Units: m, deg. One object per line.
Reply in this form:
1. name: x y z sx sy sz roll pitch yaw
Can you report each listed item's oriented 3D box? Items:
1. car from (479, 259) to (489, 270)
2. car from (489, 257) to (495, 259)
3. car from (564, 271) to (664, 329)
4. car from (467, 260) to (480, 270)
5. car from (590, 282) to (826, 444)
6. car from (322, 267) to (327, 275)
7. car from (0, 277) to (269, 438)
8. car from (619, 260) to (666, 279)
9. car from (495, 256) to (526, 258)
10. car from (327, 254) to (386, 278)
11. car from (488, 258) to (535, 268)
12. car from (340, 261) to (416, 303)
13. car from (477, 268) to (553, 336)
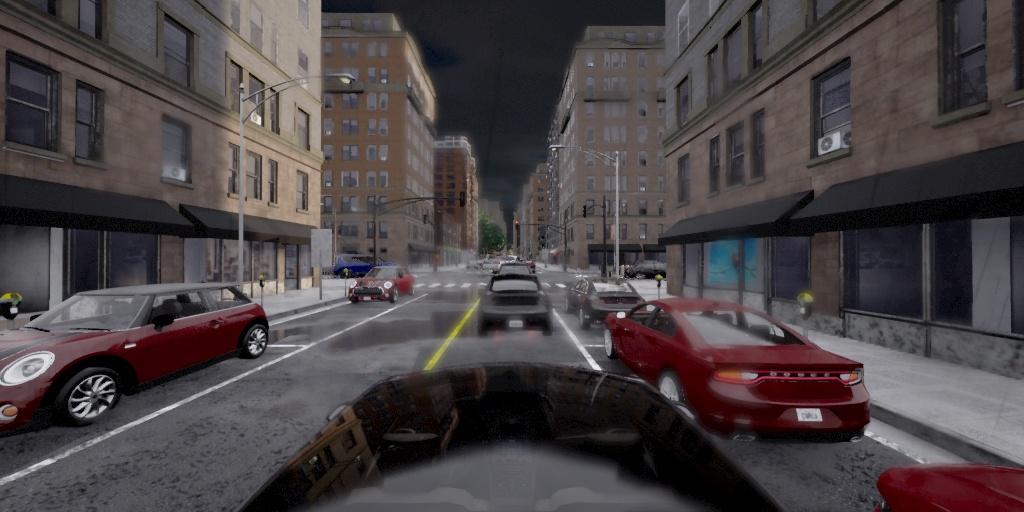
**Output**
1. car: -3.116 1.389 50.826 1.895 1.301 4.718 0 0 0
2. car: -3.162 1.159 60.798 2.097 1.767 4.553 0 0 0
3. car: 2.685 1.303 10.949 2.007 1.370 4.403 0 0 0
4. car: -5.901 1.345 54.812 2.007 1.370 4.403 0 0 0
5. car: 2.676 1.296 5.457 1.888 1.381 4.507 0 0 0
6. car: -14.266 1.238 32.593 5.357 1.411 2.033 0 0 -3
7. car: -5.851 1.190 5.464 1.967 1.591 4.097 0 0 0
8. car: 11.641 1.254 29.348 5.008 1.535 1.882 0 0 0
9. car: -0.047 0.998 43.267 2.150 2.045 5.566 1 0 11
10. car: -11.552 0.898 29.252 5.566 2.045 2.150 0 0 0
11. car: 0.123 1.108 17.788 2.097 1.767 4.553 0 0 0
12. car: -5.832 1.194 16.451 1.967 1.591 4.097 0 0 0
13. car: 0.058 1.257 10.374 1.837 1.490 4.892 0 0 -1
